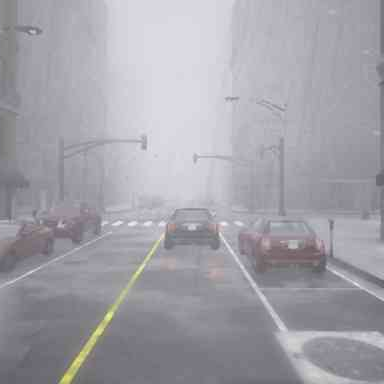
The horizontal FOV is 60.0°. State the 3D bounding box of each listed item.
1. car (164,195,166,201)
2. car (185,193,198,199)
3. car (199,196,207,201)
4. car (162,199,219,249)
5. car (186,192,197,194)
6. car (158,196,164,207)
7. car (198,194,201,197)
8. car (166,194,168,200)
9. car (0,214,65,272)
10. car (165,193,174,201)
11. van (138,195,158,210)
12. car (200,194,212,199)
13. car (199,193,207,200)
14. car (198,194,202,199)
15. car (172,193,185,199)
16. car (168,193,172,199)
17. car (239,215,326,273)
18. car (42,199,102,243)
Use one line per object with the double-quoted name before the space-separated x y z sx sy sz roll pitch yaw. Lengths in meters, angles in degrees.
"car" -5.859 1.429 54.323 1.967 1.590 4.097 0 0 0
"car" 0.000 1.519 67.880 1.812 1.442 4.674 0 0 0
"car" 2.668 1.563 82.318 1.802 1.307 4.206 0 0 0
"car" 0.000 1.365 14.620 2.097 1.767 4.553 0 0 0
"car" 0.000 1.354 84.129 1.812 1.442 4.674 0 0 0
"car" -5.859 1.305 48.727 2.192 1.841 5.009 0 0 0
"car" 2.668 1.552 65.535 1.947 1.339 4.313 0 0 0
"car" -5.858 1.532 59.919 1.887 1.381 4.507 0 0 0
"car" -5.858 1.580 10.660 1.802 1.307 4.206 0 0 0
"car" -5.858 1.294 87.897 2.192 1.841 5.009 0 0 0
"van" -5.858 1.333 43.131 1.690 1.788 3.998 0 0 0
"car" 2.668 1.514 54.517 1.752 1.417 4.829 0 0 0
"car" 3.000 1.193 94.141 2.150 2.045 5.566 0 0 0
"car" 2.668 1.538 59.941 2.008 1.369 4.403 0 0 0
"car" -3.000 1.517 74.356 2.033 1.411 5.357 0 0 0
"car" -5.858 1.509 70.940 1.752 1.417 4.829 0 0 0
"car" 2.668 1.438 10.685 1.967 1.590 4.097 0 0 0
"car" -5.859 1.312 16.183 2.192 1.841 5.009 0 0 0
